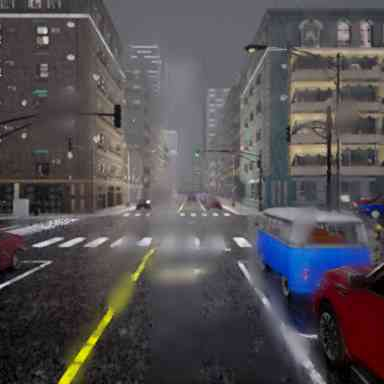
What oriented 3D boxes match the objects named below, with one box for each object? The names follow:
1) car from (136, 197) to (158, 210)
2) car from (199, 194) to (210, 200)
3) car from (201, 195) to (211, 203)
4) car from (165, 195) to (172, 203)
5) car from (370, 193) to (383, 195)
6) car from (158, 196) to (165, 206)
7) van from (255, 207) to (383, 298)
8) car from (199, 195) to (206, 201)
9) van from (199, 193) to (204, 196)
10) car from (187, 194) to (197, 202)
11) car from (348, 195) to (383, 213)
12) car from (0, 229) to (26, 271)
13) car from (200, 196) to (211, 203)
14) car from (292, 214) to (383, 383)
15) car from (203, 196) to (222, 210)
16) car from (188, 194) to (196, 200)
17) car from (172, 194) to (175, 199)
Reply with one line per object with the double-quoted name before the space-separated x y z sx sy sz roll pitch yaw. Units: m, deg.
"car" -5.686 1.490 40.586 1.947 1.339 4.313 0 0 0
"car" 2.698 1.444 57.143 1.887 1.381 4.507 0 0 0
"car" 2.696 1.481 46.096 1.947 1.339 4.313 0 0 0
"car" -5.680 1.430 68.204 1.887 1.381 4.507 0 0 0
"car" 15.767 0.976 27.707 5.009 1.841 2.192 -1 1 0
"car" -5.684 1.474 51.634 1.947 1.339 4.313 0 0 0
"van" 2.685 1.324 8.178 1.690 1.788 3.998 0 0 0
"car" 2.704 1.391 84.929 1.752 1.417 4.829 -1 0 0
"van" 2.698 1.233 62.666 1.690 1.788 3.998 0 0 0
"car" 0.017 1.230 69.998 2.097 1.767 4.553 0 0 0
"car" 14.948 1.176 25.128 5.008 1.535 1.882 -1 1 0
"car" -5.694 1.565 8.181 1.802 1.307 4.206 0 0 0
"car" 2.701 1.451 68.190 1.947 1.339 4.313 0 0 0
"car" 2.684 1.309 2.650 2.192 1.841 5.009 0 0 0
"car" 2.695 1.506 40.573 1.802 1.307 4.206 0 0 0
"car" 0.020 1.181 80.034 1.882 1.535 5.008 0 0 0
"car" -5.677 1.454 79.251 1.802 1.307 4.206 0 0 0
